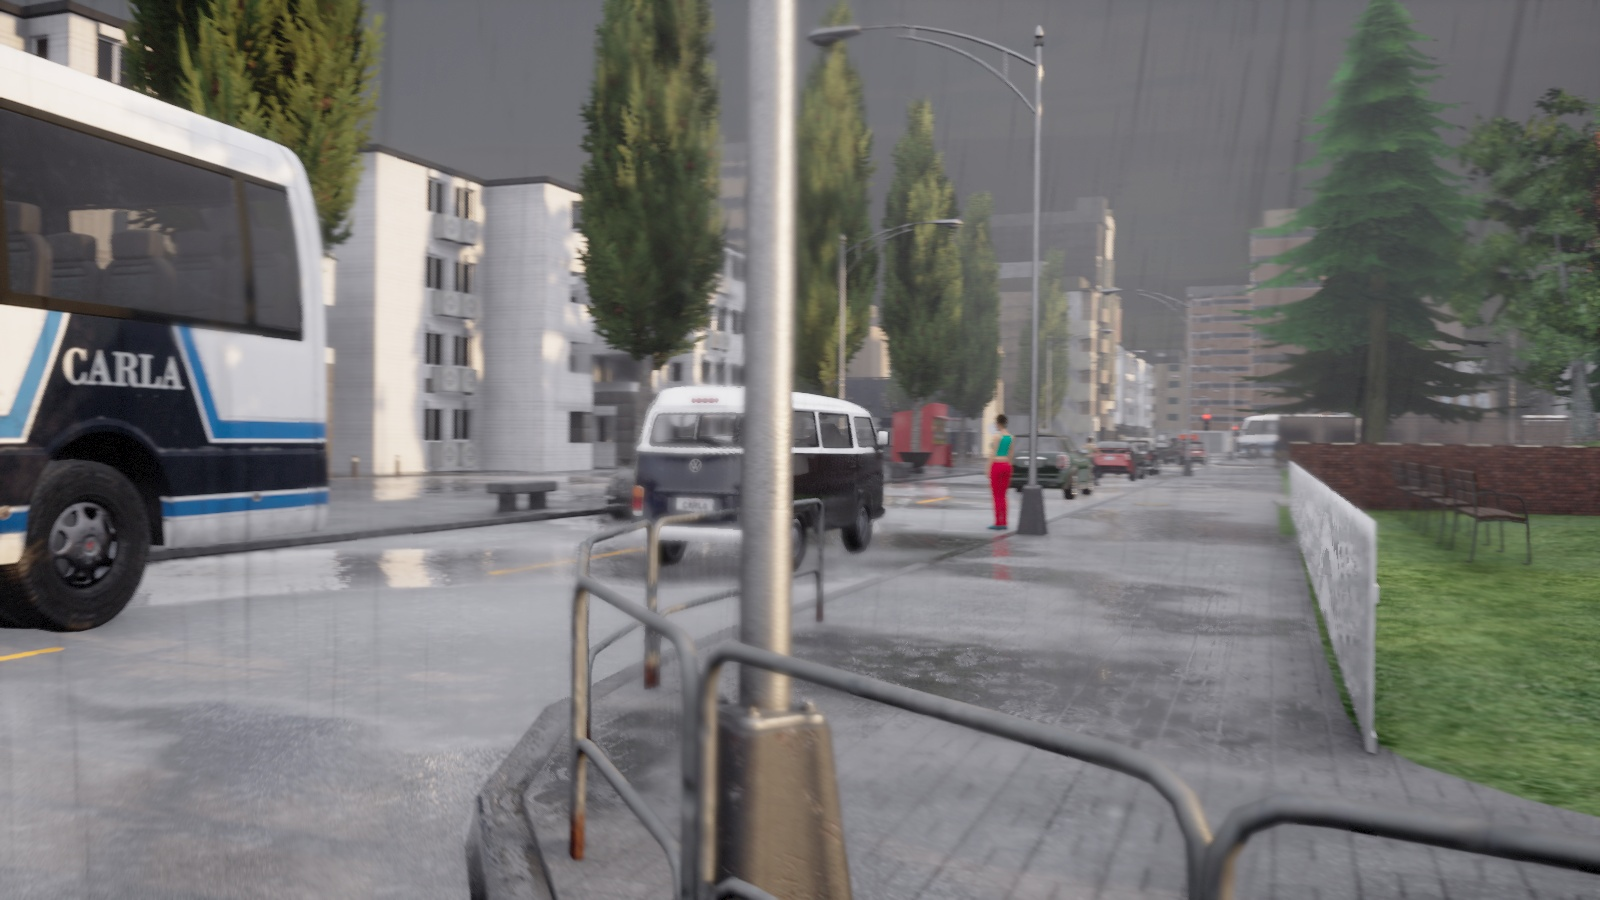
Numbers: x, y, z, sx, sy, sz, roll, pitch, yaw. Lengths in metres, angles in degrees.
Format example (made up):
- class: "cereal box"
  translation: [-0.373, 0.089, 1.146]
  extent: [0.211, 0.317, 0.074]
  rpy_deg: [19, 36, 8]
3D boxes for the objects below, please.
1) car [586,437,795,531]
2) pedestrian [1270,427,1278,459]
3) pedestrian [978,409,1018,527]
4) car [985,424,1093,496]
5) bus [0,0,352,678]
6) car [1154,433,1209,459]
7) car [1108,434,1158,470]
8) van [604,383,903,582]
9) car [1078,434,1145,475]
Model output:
- class: "car"
  translation: [-1.825, 0.526, 22.782]
  extent: [1.837, 1.490, 4.892]
  rpy_deg: [0, 1, 21]
- class: "pedestrian"
  translation: [27.081, -0.395, 71.711]
  extent: [0.402, 1.842, 0.726]
  rpy_deg: [0, 1, 23]
- class: "pedestrian"
  translation: [3.123, 0.281, 19.846]
  extent: [0.345, 1.836, 0.594]
  rpy_deg: [-1, 1, -26]
- class: "car"
  translation: [6.460, 0.226, 33.510]
  extent: [2.097, 1.767, 4.553]
  rpy_deg: [0, 1, 21]
- class: "bus"
  translation: [-7.221, -0.667, 6.865]
  extent: [3.944, 4.253, 10.273]
  rpy_deg: [-1, 0, 13]
- class: "car"
  translation: [25.003, -0.290, 82.512]
  extent: [2.033, 1.649, 4.856]
  rpy_deg: [-1, 1, -1]
- class: "car"
  translation: [14.983, 0.073, 56.359]
  extent: [1.789, 1.549, 3.705]
  rpy_deg: [0, 1, 21]
- class: "van"
  translation: [-0.359, 0.309, 15.287]
  extent: [2.069, 2.038, 4.480]
  rpy_deg: [0, 1, 20]
- class: "car"
  translation: [12.093, 0.134, 48.568]
  extent: [2.007, 1.525, 4.514]
  rpy_deg: [0, 1, 21]
